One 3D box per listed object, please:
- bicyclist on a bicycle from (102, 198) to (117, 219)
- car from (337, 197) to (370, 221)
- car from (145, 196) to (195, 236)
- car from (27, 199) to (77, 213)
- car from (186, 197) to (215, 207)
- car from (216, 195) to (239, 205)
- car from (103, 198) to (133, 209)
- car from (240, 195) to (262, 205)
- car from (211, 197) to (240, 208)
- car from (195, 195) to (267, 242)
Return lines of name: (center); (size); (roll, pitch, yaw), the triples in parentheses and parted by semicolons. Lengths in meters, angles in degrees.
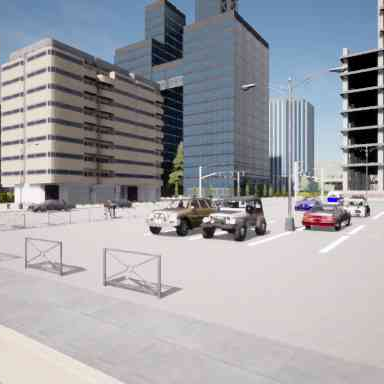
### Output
bicyclist on a bicycle: (-6.520, 1.302, 26.229); (1.656, 1.620, 0.582); (0, 0, 34)
car: (14.097, 1.395, 28.592); (1.970, 1.475, 3.806); (0, 0, 34)
car: (-0.276, 1.153, 17.279); (1.932, 1.855, 4.605); (0, 0, 34)
car: (-15.954, 1.547, 38.177); (2.033, 1.411, 5.357); (0, 0, 34)
car: (1.322, 1.492, 51.149); (2.128, 1.511, 4.902); (0, 0, 34)
car: (6.360, 1.352, 58.781); (2.097, 1.767, 4.553); (0, 0, 34)
car: (-10.329, 1.564, 46.550); (1.994, 1.385, 4.181); (0, 0, 35)
car: (10.395, 1.352, 58.354); (2.097, 1.767, 4.553); (0, 0, 34)
car: (5.135, 1.547, 50.475); (2.033, 1.411, 5.357); (0, 0, 33)
car: (2.094, 1.156, 15.617); (1.905, 1.878, 3.866); (0, 0, 34)
